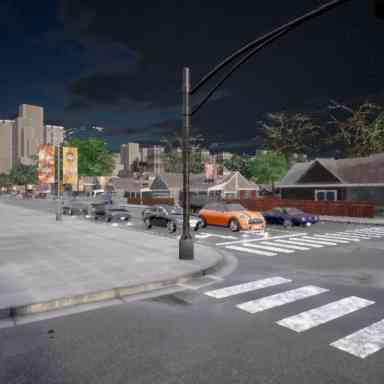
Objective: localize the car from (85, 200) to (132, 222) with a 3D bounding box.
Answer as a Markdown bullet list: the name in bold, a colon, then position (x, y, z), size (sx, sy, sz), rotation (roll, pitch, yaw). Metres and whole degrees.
- **car**: position (-7.062, 1.710, 28.579), size (2.033, 1.411, 5.357), rotation (0, 0, -36)

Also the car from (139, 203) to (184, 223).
- **car**: position (-2.613, 1.706, 27.954), size (1.994, 1.385, 4.181), rotation (0, 0, -34)

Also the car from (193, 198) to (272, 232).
- **car**: position (2.397, 1.440, 20.935), size (2.097, 1.767, 4.553), rotation (0, 0, -36)

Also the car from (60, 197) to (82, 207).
- **car**: position (-18.304, 1.510, 50.160), size (1.994, 1.385, 4.181), rotation (0, 0, -35)

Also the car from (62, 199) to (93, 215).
- **car**: position (-13.076, 1.730, 37.055), size (1.837, 1.490, 4.892), rotation (0, 0, -35)

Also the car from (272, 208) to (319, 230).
- **car**: position (5.822, 1.680, 22.029), size (1.895, 1.301, 4.718), rotation (0, 0, -35)

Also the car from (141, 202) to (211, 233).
- **car**: position (-1.347, 1.592, 20.564), size (2.128, 1.511, 4.902), rotation (0, 0, -35)

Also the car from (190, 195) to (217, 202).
- **car**: position (0.601, 1.384, 34.975), size (2.150, 2.045, 5.566), rotation (0, 0, -35)

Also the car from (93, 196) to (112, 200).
- **car**: position (-13.447, 1.786, 49.112), size (1.837, 1.490, 4.892), rotation (0, 0, -35)
